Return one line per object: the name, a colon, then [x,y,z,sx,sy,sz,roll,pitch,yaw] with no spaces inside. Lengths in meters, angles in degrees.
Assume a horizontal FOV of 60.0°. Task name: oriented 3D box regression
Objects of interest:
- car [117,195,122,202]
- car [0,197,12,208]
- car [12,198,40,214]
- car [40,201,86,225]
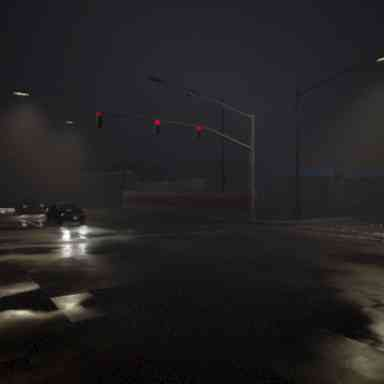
car: [-13.491,1.348,70.244,4.611,1.667,2.242,0,0,-35]
car: [-27.385,1.516,48.983,2.128,1.511,4.902,0,0,-36]
car: [-17.193,1.386,35.231,2.097,1.767,4.553,0,0,-37]
car: [-9.461,1.535,24.831,2.128,1.511,4.902,0,0,-37]
